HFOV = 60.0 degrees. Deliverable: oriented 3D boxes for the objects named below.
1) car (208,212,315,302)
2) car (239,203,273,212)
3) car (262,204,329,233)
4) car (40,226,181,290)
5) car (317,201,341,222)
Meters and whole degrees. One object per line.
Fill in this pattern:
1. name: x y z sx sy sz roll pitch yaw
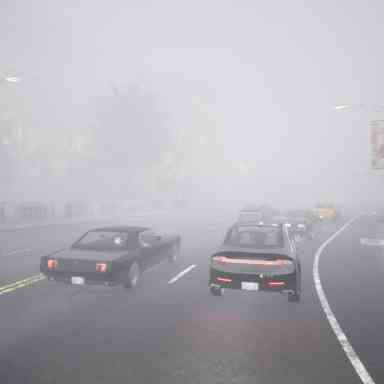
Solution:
1. car: 1.695 1.492 8.368 2.128 1.511 4.902 0 0 15
2. car: 4.754 1.492 22.868 2.128 1.511 4.902 0 0 29
3. car: 5.559 1.547 17.320 2.033 1.411 5.357 0 0 29
4. car: -1.813 1.600 9.235 1.895 1.301 4.718 0 0 16
5. car: 10.584 1.456 26.274 1.801 1.575 5.366 0 0 30
